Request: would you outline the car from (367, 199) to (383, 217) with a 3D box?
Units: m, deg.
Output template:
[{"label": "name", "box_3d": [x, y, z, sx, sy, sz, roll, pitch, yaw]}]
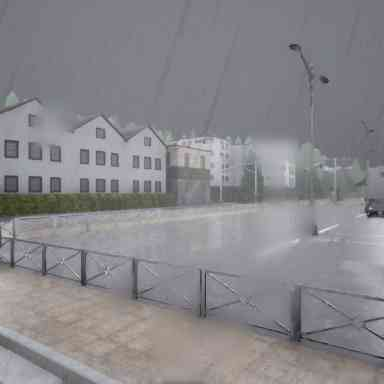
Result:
[{"label": "car", "box_3d": [15.412, 1.298, 26.820, 2.007, 1.523, 4.514, 0, 0, 35]}]
